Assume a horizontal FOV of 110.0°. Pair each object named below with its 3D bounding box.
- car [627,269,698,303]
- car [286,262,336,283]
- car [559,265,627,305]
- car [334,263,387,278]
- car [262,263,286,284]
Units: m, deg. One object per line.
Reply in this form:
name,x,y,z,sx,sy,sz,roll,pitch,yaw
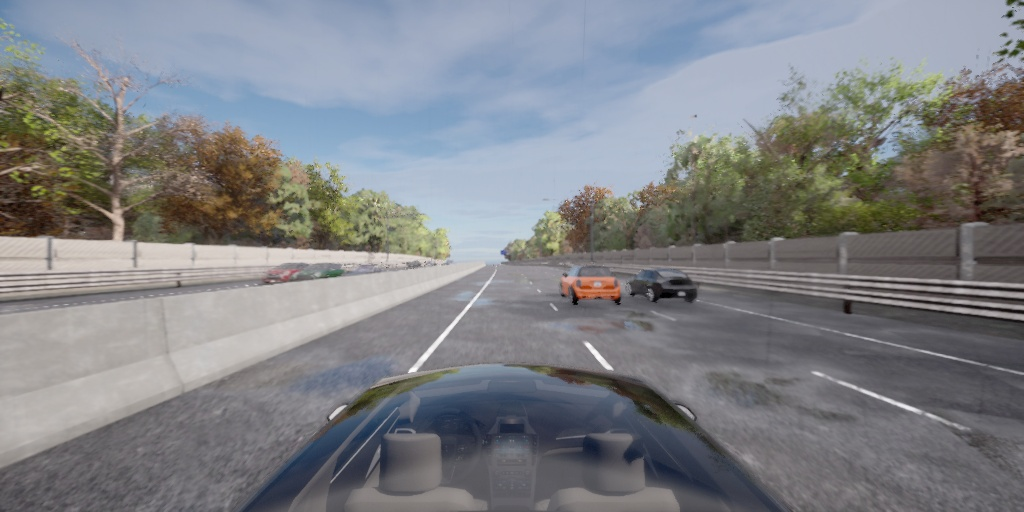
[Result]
car,7.033,1.355,17.297,1.837,1.490,4.892,0,0,0
car,-14.262,1.285,26.759,2.097,1.767,4.553,0,0,-1
car,3.534,1.203,16.961,2.097,1.767,4.553,0,0,0
car,-10.762,1.420,26.540,2.128,1.511,4.902,0,0,-1
car,-17.788,1.301,28.878,2.097,1.767,4.553,0,0,-1
